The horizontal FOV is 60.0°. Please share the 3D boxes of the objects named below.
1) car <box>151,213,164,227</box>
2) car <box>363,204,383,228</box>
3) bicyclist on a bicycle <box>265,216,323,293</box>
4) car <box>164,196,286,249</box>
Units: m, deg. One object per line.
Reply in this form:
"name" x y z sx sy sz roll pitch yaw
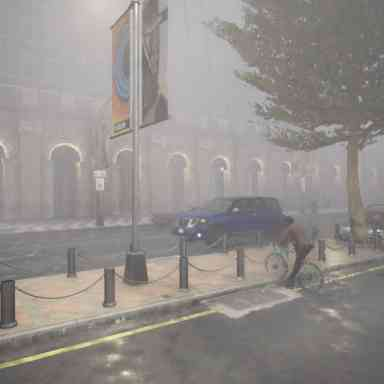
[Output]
"car" -0.236 1.595 21.669 4.718 1.301 1.895 0 0 -35
"car" 12.786 1.526 22.514 4.674 1.442 1.812 0 0 -35
"bicyclist on a bicycle" 2.352 1.410 7.750 0.582 1.620 1.656 0 4 -35
"car" 1.824 1.222 15.004 5.566 2.045 2.150 0 0 -35
